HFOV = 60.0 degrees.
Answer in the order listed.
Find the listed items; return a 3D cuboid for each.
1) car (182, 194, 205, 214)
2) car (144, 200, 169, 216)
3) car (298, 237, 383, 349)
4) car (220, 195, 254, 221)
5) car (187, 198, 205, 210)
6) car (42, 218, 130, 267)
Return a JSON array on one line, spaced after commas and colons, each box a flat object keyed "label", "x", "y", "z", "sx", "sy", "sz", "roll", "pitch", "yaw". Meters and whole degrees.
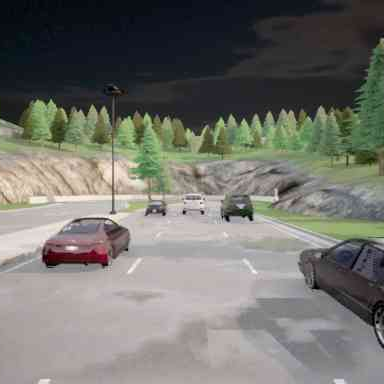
[{"label": "car", "x": 0.146, "y": 1.221, "z": 34.787, "sx": 2.150, "sy": 2.045, "sz": 5.566, "roll": 0, "pitch": 0, "yaw": 0}, {"label": "car", "x": -3.369, "y": 1.526, "z": 32.220, "sx": 1.812, "sy": 1.442, "sz": 4.674, "roll": 0, "pitch": 0, "yaw": 0}, {"label": "car", "x": 3.601, "y": 1.547, "z": 6.000, "sx": 2.033, "sy": 1.411, "sz": 5.357, "roll": 0, "pitch": 0, "yaw": 0}, {"label": "car", "x": 3.610, "y": 1.223, "z": 27.264, "sx": 2.150, "sy": 2.045, "sz": 5.566, "roll": 0, "pitch": 0, "yaw": 0}, {"label": "car", "x": 0.608, "y": 1.564, "z": 44.175, "sx": 1.994, "sy": 1.385, "sz": 4.181, "roll": 0, "pitch": 0, "yaw": 6}, {"label": "car", "x": -3.396, "y": 1.564, "z": 11.414, "sx": 1.994, "sy": 1.385, "sz": 4.181, "roll": 0, "pitch": 0, "yaw": 0}]
